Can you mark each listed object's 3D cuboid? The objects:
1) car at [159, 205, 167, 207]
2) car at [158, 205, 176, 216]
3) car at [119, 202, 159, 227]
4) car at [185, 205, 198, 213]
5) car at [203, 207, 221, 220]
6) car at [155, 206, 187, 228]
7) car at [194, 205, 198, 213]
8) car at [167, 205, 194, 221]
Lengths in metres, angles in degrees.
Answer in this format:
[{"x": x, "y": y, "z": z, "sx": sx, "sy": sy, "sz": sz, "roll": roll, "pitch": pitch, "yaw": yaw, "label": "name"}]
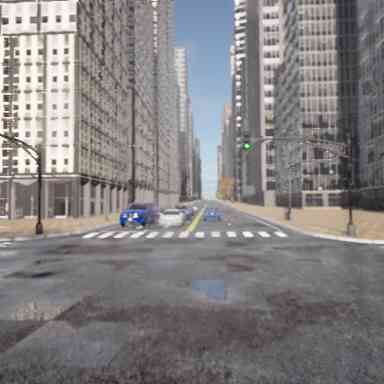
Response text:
[{"x": -4.287, "y": 2.462, "z": 40.170, "sx": 2.128, "sy": 1.511, "sz": 4.902, "roll": -1, "pitch": -1, "yaw": 3, "label": "car"}, {"x": -3.738, "y": 2.738, "z": 50.326, "sx": 2.033, "sy": 1.411, "sz": 5.357, "roll": -1, "pitch": -1, "yaw": 3, "label": "car"}, {"x": -4.827, "y": 1.973, "z": 30.141, "sx": 2.150, "sy": 2.045, "sz": 5.566, "roll": -1, "pitch": -1, "yaw": 6, "label": "car"}, {"x": -0.031, "y": 2.921, "z": 58.024, "sx": 1.895, "sy": 1.301, "sz": 4.718, "roll": -1, "pitch": -1, "yaw": 4, "label": "car"}, {"x": 2.245, "y": 2.382, "z": 37.114, "sx": 2.033, "sy": 1.411, "sz": 5.357, "roll": -1, "pitch": -1, "yaw": 3, "label": "car"}, {"x": -1.676, "y": 2.202, "z": 28.223, "sx": 1.812, "sy": 1.442, "sz": 4.674, "roll": -1, "pitch": -1, "yaw": 2, "label": "car"}, {"x": -0.621, "y": 2.648, "z": 47.704, "sx": 2.033, "sy": 1.411, "sz": 5.357, "roll": -1, "pitch": -1, "yaw": 3, "label": "car"}, {"x": -1.208, "y": 2.222, "z": 37.127, "sx": 2.097, "sy": 1.767, "sz": 4.553, "roll": -1, "pitch": -1, "yaw": 3, "label": "car"}]
